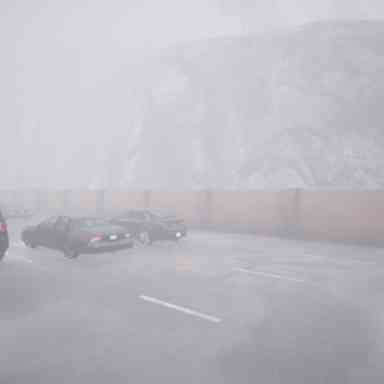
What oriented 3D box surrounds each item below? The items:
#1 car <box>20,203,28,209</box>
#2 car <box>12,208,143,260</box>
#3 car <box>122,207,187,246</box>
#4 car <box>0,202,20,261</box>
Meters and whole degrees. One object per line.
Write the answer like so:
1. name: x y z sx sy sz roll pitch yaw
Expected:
1. car: -13.911 1.441 25.139 5.357 1.411 2.033 0 0 41
2. car: -4.453 1.509 12.422 5.357 1.411 2.033 0 0 41
3. car: -2.397 1.476 15.272 4.892 1.490 1.837 1 0 41
4. car: -7.966 1.164 10.818 5.566 2.045 2.150 0 0 41
